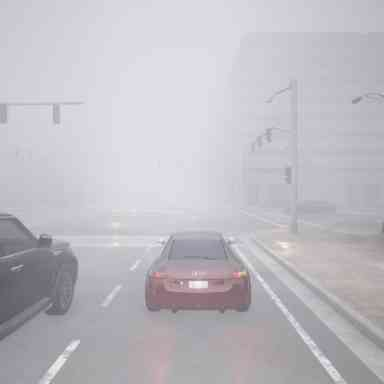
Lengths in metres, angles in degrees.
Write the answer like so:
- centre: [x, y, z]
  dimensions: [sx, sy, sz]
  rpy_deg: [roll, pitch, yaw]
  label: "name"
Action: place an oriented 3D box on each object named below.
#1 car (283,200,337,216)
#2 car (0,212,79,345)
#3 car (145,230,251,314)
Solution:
- centre: [11.302, 1.504, 31.995]
  dimensions: [4.892, 1.490, 1.837]
  rpy_deg: [0, 0, 0]
  label: "car"
- centre: [-3.397, 1.221, 4.398]
  dimensions: [2.150, 2.045, 5.566]
  rpy_deg: [0, 0, 1]
  label: "car"
- centre: [0.113, 1.564, 7.723]
  dimensions: [1.994, 1.385, 4.181]
  rpy_deg: [0, 0, 0]
  label: "car"
